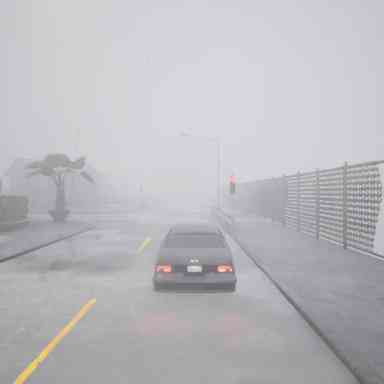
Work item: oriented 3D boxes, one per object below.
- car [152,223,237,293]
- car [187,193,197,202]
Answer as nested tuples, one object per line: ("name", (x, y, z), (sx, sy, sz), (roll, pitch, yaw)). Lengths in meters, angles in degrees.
("car", (0.072, 1.547, 8.996), (2.033, 1.411, 5.357), (0, 0, 1))
("car", (0.074, 1.225, 77.516), (2.150, 2.045, 5.566), (0, 0, 0))
